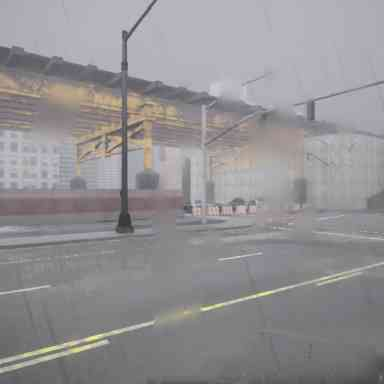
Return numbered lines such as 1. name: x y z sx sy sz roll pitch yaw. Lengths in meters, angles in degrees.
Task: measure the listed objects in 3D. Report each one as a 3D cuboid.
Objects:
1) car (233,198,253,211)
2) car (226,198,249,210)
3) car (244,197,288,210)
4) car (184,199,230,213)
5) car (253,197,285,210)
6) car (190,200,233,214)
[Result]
1. car: 5.268 1.453 37.940 2.038 1.542 4.974 0 0 18
2. car: 5.284 1.295 37.990 1.853 1.218 4.536 0 0 18
3. car: 9.179 1.453 41.700 4.974 1.542 2.038 0 0 -7
4. car: 1.472 1.295 35.263 4.536 1.218 1.853 0 0 8
5. car: 9.128 1.295 41.693 4.536 1.218 1.853 0 0 -7
6. car: 1.523 1.453 35.256 4.974 1.542 2.038 0 0 8
